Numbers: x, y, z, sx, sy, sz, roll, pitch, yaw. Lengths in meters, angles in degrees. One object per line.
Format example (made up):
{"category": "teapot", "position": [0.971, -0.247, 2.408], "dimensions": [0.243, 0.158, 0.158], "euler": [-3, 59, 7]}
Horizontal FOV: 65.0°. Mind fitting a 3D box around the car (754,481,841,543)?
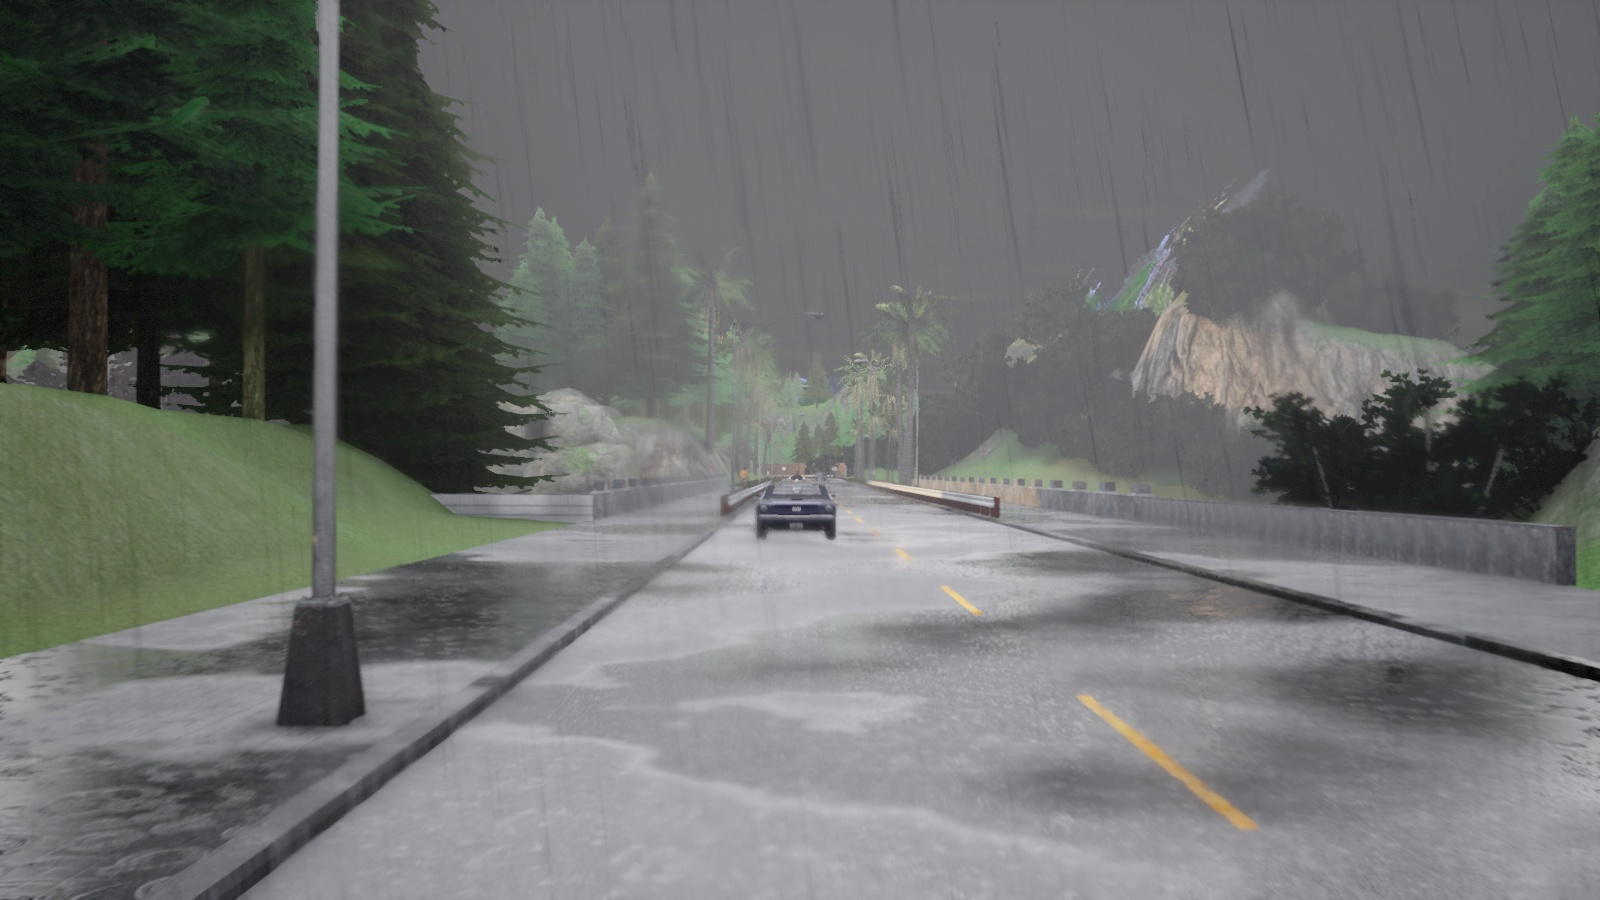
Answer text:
{"category": "car", "position": [-0.067, 1.415, 29.872], "dimensions": [1.895, 1.301, 4.718], "euler": [0, -1, 0]}
